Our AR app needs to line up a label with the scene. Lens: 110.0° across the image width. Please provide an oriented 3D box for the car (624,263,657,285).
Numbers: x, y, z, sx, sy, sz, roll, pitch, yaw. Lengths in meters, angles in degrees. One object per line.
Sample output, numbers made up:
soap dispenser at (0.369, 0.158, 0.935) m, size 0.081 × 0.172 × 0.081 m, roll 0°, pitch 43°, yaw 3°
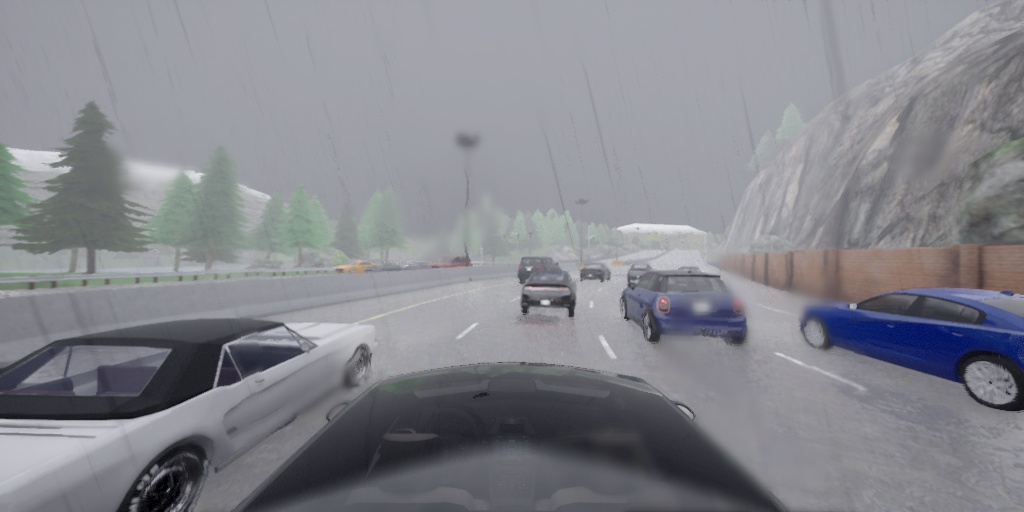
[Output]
car at (10.515, 1.391, 29.125) m, size 2.128 × 1.511 × 4.902 m, roll 0°, pitch 0°, yaw 25°

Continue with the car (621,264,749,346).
car at (4.397, 1.154, 9.893) m, size 2.097 × 1.767 × 4.553 m, roll 0°, pitch 0°, yaw 7°

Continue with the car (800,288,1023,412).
car at (7.420, 1.287, 6.160) m, size 1.882 × 1.535 × 5.008 m, roll 0°, pitch 0°, yaw 4°

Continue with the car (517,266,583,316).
car at (1.528, 1.284, 13.726) m, size 2.128 × 1.511 × 4.902 m, roll 0°, pitch -1°, yaw 11°

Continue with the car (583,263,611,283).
car at (7.039, 1.358, 29.965) m, size 1.882 × 1.535 × 5.008 m, roll 0°, pitch 0°, yaw 24°

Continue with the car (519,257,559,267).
car at (2.242, 1.066, 27.889) m, size 2.150 × 2.045 × 5.566 m, roll 0°, pitch 0°, yaw 23°

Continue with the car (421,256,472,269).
car at (-6.078, 1.038, 35.516) m, size 2.150 × 2.045 × 5.566 m, roll 0°, pitch 0°, yaw 25°

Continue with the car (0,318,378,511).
car at (-3.239, 1.338, 3.914) m, size 1.895 × 1.301 × 4.718 m, roll 0°, pitch 0°, yaw 2°

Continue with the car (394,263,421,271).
car at (-9.454, 1.363, 36.469) m, size 1.994 × 1.385 × 4.181 m, roll 0°, pitch 0°, yaw 24°

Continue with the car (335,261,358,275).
car at (-16.355, 1.239, 38.159) m, size 1.882 × 1.535 × 5.008 m, roll 0°, pitch 0°, yaw 24°

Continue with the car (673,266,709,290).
car at (12.450, 1.447, 25.184) m, size 2.033 × 1.411 × 5.357 m, roll 0°, pitch 0°, yaw 25°

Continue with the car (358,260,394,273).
car at (-13.148, 1.341, 36.767) m, size 1.994 × 1.385 × 4.181 m, roll 0°, pitch 0°, yaw 24°
